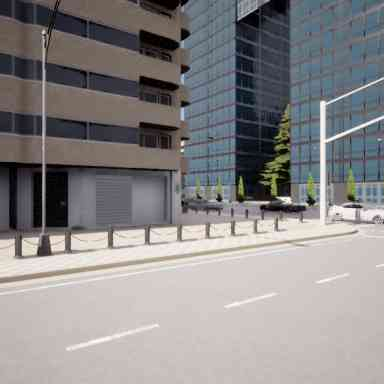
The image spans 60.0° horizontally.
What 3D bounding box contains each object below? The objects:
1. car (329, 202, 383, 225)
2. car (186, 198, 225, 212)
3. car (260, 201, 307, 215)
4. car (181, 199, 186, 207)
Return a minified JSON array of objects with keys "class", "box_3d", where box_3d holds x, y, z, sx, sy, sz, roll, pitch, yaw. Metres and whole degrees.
[{"class":"car","box_3d":[12.174,1.480,23.789,1.812,1.442,4.674,0,0,-36]},{"class":"car","box_3d":[1.671,1.546,38.326,1.895,1.301,4.718,0,0,-35]},{"class":"car","box_3d":[9.231,1.545,33.742,1.895,1.301,4.718,0,0,-36]},{"class":"car","box_3d":[0.163,1.509,46.566,1.994,1.385,4.181,0,0,-35]}]
